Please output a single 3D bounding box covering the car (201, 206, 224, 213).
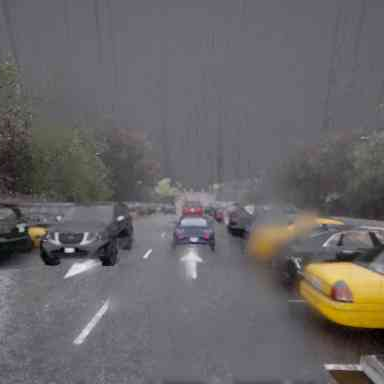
[{"bbox_3d":[4.479,3.697,72.337,4.792,1.488,2.163,0,-2,0],"label":"car"}]

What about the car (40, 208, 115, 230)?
[{"bbox_3d":[-8.566,1.998,25.245,5.008,1.535,2.097,0,-1,0],"label":"car"}]

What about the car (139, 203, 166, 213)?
[{"bbox_3d":[-8.602,3.416,72.424,5.566,2.045,2.435,0,-2,0],"label":"car"}]

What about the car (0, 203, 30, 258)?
[{"bbox_3d":[-8.582,1.404,11.533,5.566,2.045,2.435,0,-1,0],"label":"car"}]

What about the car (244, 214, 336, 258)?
[{"bbox_3d":[4.519,1.656,11.321,5.008,1.535,2.097,0,-1,0],"label":"car"}]

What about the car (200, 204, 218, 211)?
[{"bbox_3d":[4.401,4.122,86.210,4.553,1.767,2.185,0,-3,0],"label":"car"}]

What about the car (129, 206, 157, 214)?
[{"bbox_3d":[-8.611,3.130,58.573,4.674,1.452,2.002,0,-2,0],"label":"car"}]

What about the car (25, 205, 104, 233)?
[{"bbox_3d":[-8.537,1.805,22.603,4.553,1.767,2.185,0,-1,0],"label":"car"}]

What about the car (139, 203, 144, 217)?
[{"bbox_3d":[-8.401,2.281,36.449,5.366,1.575,1.946,0,-1,0],"label":"car"}]

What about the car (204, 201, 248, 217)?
[{"bbox_3d":[4.456,2.261,44.611,5.566,2.045,2.435,0,-2,0],"label":"car"}]

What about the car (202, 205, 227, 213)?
[{"bbox_3d":[4.450,3.437,66.791,4.892,1.521,2.231,0,-2,0],"label":"car"}]

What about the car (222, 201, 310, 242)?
[{"bbox_3d":[4.547,1.537,16.874,5.566,2.045,2.435,0,-1,0],"label":"car"}]

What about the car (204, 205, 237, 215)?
[{"bbox_3d":[4.480,2.858,52.922,5.008,1.535,2.097,0,-2,0],"label":"car"}]

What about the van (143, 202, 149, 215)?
[{"bbox_3d":[-8.479,2.282,44.611,4.442,1.987,1.878,0,-2,0],"label":"van"}]

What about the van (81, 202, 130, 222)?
[{"bbox_3d":[-8.699,1.988,33.684,4.442,1.987,1.878,0,-1,0],"label":"van"}]

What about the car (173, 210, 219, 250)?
[{"bbox_3d":[0.080,1.803,15.720,1.812,1.442,4.674,0,-1,0],"label":"car"}]

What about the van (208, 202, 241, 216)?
[{"bbox_3d":[4.598,2.402,47.384,4.442,1.987,1.878,0,-2,0],"label":"van"}]

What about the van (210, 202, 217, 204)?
[{"bbox_3d":[4.608,2.130,39.076,4.442,1.987,1.878,0,-1,0],"label":"van"}]

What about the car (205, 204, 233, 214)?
[{"bbox_3d":[4.502,2.849,55.701,4.553,1.767,2.185,0,-2,0],"label":"car"}]

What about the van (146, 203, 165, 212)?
[{"bbox_3d":[-8.757,3.787,80.725,4.442,1.987,1.878,0,-2,0],"label":"van"}]

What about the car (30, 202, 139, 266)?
[{"bbox_3d":[-3.616,1.422,12.572,2.150,2.045,5.566,0,-1,0],"label":"car"}]

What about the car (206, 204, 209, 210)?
[{"bbox_3d":[4.459,2.456,41.851,4.792,1.488,2.163,0,-2,0],"label":"car"}]

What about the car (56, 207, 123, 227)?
[{"bbox_3d":[-8.570,2.072,28.140,5.008,1.535,2.097,0,-1,0],"label":"car"}]

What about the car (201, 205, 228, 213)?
[{"bbox_3d":[4.639,3.549,69.565,5.366,1.575,1.946,0,-2,0],"label":"car"}]

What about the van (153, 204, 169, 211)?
[{"bbox_3d":[-8.774,4.397,94.432,4.442,1.987,1.878,0,-3,0],"label":"van"}]

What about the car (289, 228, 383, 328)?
[{"bbox_3d":[4.718,1.551,5.781,5.366,1.575,1.946,0,-1,0],"label":"car"}]

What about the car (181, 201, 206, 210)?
[{"bbox_3d":[0.056,2.011,35.799,2.150,2.045,5.566,0,-1,0],"label":"car"}]

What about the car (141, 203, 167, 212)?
[{"bbox_3d":[-8.605,3.531,75.192,5.566,2.045,2.435,0,-2,0],"label":"car"}]

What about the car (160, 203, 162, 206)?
[{"bbox_3d":[-8.618,3.436,66.877,5.008,1.535,2.097,0,-2,0],"label":"car"}]

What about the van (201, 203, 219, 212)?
[{"bbox_3d":[4.323,3.788,80.669,4.442,1.987,1.878,0,-2,0],"label":"van"}]

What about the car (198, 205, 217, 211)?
[{"bbox_3d":[4.240,4.494,91.746,5.366,1.575,1.946,0,-3,0],"label":"car"}]

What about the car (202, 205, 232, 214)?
[{"bbox_3d":[4.649,3.202,61.244,5.366,1.575,1.946,0,-2,0],"label":"car"}]

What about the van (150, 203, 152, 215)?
[{"bbox_3d":[-8.719,2.513,50.154,4.442,1.987,1.878,0,-2,0],"label":"van"}]

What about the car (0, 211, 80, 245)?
[{"bbox_3d":[-8.555,1.790,17.061,4.892,1.521,2.231,0,-1,0],"label":"car"}]

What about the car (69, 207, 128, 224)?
[{"bbox_3d":[-8.572,2.144,30.909,4.892,1.521,2.231,0,-1,0],"label":"car"}]

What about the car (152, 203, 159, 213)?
[{"bbox_3d":[-8.577,2.603,52.924,5.566,2.045,2.435,0,-2,0],"label":"car"}]

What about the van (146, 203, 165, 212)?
[{"bbox_3d":[-8.520,3.672,77.958,4.442,1.987,1.878,0,-2,0],"label":"van"}]

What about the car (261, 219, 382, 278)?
[{"bbox_3d":[4.524,1.602,8.550,4.892,1.521,2.231,0,-1,0],"label":"car"}]

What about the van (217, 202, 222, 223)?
[{"bbox_3d":[4.392,1.775,25.199,4.442,1.987,1.878,0,-1,0],"label":"van"}]

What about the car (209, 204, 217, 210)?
[{"bbox_3d":[4.492,2.324,36.294,4.674,1.452,2.002,0,-1,0],"label":"car"}]

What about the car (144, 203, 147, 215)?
[{"bbox_3d":[-8.597,2.426,41.985,5.008,1.535,2.097,0,-1,0],"label":"car"}]

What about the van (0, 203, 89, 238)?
[{"bbox_3d":[-8.681,1.634,19.837,4.442,1.987,1.878,0,-1,0],"label":"van"}]

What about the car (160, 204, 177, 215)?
[{"bbox_3d":[-3.627,2.979,55.131,2.033,1.411,5.357,0,-1,-1],"label":"car"}]

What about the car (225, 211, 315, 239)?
[{"bbox_3d":[4.486,1.888,19.643,4.792,1.488,2.163,0,-1,0],"label":"car"}]

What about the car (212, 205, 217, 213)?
[{"bbox_3d":[4.500,2.071,27.969,5.008,1.535,2.097,0,-1,0],"label":"car"}]

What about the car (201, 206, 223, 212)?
[{"bbox_3d":[4.475,3.813,75.111,4.792,1.488,2.163,0,-2,0],"label":"car"}]

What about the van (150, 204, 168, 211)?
[{"bbox_3d":[-8.539,4.021,86.277,4.442,1.987,1.878,0,-3,0],"label":"van"}]

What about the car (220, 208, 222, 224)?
[{"bbox_3d":[4.509,1.970,22.417,4.674,1.452,2.002,0,-1,0],"label":"car"}]
